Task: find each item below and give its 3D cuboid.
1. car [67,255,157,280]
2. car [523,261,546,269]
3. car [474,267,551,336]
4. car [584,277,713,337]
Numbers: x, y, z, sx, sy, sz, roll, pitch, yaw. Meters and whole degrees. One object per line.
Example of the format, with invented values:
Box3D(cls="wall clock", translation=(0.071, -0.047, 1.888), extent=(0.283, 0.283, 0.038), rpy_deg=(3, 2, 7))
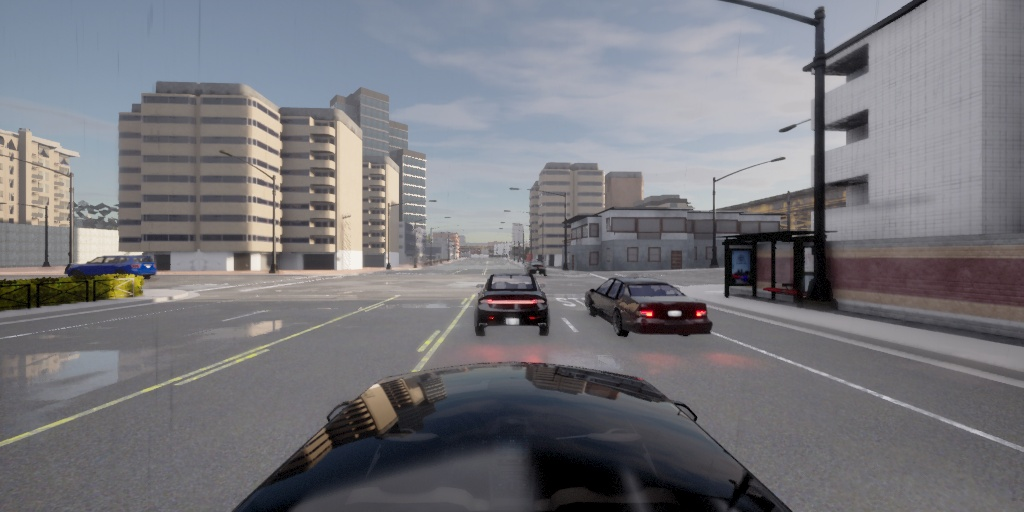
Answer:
Box3D(cls="car", translation=(-32.501, 0.972, 29.256), extent=(5.566, 2.045, 2.150), rpy_deg=(0, 0, -3))
Box3D(cls="car", translation=(2.338, 1.293, 37.015), extent=(1.837, 1.490, 4.892), rpy_deg=(0, -1, -3))
Box3D(cls="car", translation=(-0.020, 1.242, 10.379), extent=(2.128, 1.511, 4.902), rpy_deg=(0, 0, -1))
Box3D(cls="car", translation=(3.487, 1.297, 10.291), extent=(2.033, 1.411, 5.357), rpy_deg=(0, 0, -1))
